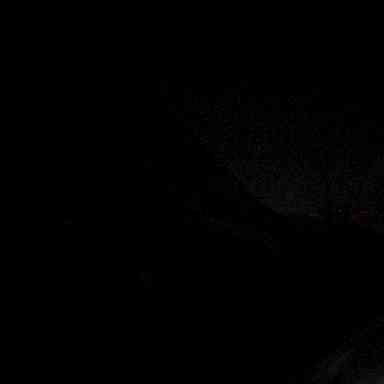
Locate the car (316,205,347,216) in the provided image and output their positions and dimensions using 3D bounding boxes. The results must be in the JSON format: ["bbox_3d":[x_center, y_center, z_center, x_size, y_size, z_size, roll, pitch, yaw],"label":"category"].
[{"bbox_3d":[19.412,2.682,47.207,2.033,1.411,5.357,-1,-2,0],"label":"car"}]

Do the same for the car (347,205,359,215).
[{"bbox_3d":[22.793,2.626,48.973,1.837,1.490,4.892,-1,-2,2],"label":"car"}]
